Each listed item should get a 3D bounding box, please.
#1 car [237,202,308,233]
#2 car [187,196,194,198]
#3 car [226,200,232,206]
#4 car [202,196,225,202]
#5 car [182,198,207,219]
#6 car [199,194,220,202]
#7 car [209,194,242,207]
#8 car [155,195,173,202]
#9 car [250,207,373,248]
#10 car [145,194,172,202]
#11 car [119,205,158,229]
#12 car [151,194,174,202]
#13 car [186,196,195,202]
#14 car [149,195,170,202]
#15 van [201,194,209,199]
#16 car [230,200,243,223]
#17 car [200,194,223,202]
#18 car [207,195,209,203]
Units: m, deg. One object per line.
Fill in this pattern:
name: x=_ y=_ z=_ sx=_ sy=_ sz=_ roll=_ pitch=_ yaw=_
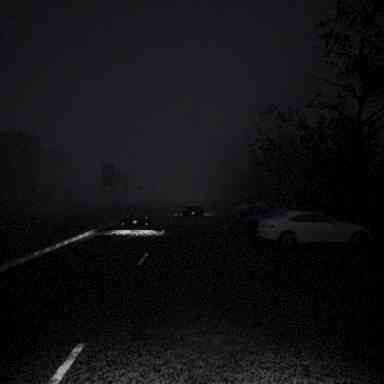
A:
car: x=5.082 y=1.462 z=17.174 sx=5.008 sy=1.535 sz=2.097 roll=0 pitch=0 yaw=0
car: x=-0.330 y=1.773 z=81.544 sx=1.812 sy=1.442 sz=4.674 roll=0 pitch=-2 yaw=-1
car: x=5.070 y=1.495 z=23.723 sx=4.674 sy=1.452 sz=2.002 roll=0 pitch=0 yaw=0
car: x=4.989 y=1.642 z=77.479 sx=5.366 sy=1.575 sz=1.946 roll=0 pitch=-1 yaw=-1
car: x=0.084 y=1.493 z=28.846 sx=1.812 sy=1.442 sz=4.674 roll=0 pitch=0 yaw=0
car: x=4.647 y=1.675 z=88.658 sx=5.566 sy=2.045 sz=2.435 roll=0 pitch=-2 yaw=-1
car: x=5.091 y=1.305 z=48.059 sx=4.553 sy=1.767 sz=2.185 roll=0 pitch=0 yaw=0
car: x=-7.590 y=1.856 z=90.653 sx=4.553 sy=1.767 sz=2.185 roll=0 pitch=-2 yaw=-1
car: x=5.075 y=1.505 z=14.025 sx=4.674 sy=1.452 sz=2.002 roll=0 pitch=0 yaw=0
car: x=-7.604 y=1.553 z=72.555 sx=5.366 sy=1.575 sz=1.946 roll=0 pitch=-1 yaw=-1
car: x=-3.315 y=1.542 z=21.297 sx=1.994 sy=1.385 sz=4.181 roll=0 pitch=0 yaw=1
car: x=-7.510 y=1.558 z=84.706 sx=5.566 sy=2.045 sz=2.435 roll=0 pitch=-1 yaw=-1
car: x=-0.448 y=1.970 z=91.595 sx=2.128 sy=1.511 sz=4.902 roll=0 pitch=-2 yaw=2
car: x=-7.415 y=1.477 z=75.477 sx=4.553 sy=1.767 sz=2.185 roll=0 pitch=-1 yaw=-1
van: x=4.737 y=1.324 z=72.025 sx=4.442 sy=1.987 sz=1.878 roll=0 pitch=-1 yaw=-1
car: x=5.069 y=1.460 z=20.447 sx=4.892 sy=1.521 sz=2.231 roll=0 pitch=0 yaw=0
car: x=4.723 y=1.520 z=83.198 sx=5.566 sy=2.045 sz=2.435 roll=0 pitch=-2 yaw=-1
car: x=5.017 y=1.469 z=51.229 sx=4.674 sy=1.452 sz=2.002 roll=0 pitch=0 yaw=0
